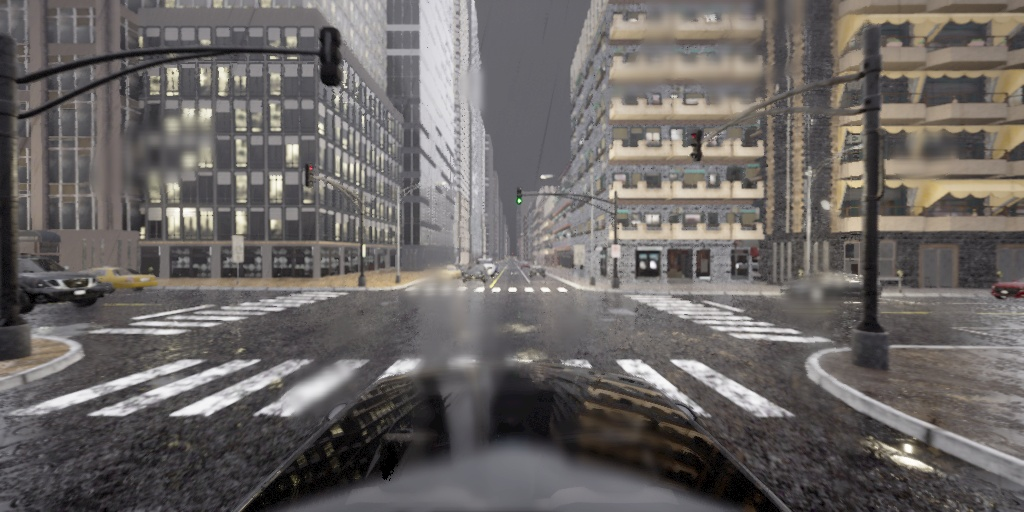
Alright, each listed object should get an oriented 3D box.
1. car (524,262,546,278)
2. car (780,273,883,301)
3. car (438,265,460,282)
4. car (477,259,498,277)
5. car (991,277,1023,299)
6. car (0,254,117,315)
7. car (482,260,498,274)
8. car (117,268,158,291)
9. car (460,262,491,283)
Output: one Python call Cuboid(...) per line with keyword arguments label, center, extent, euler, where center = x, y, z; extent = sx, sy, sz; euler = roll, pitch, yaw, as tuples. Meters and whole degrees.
Cuboid(label="car", center=(2.695, 1.621, 38.896), extent=(2.007, 1.370, 4.403), euler=(0, 0, 0))
Cuboid(label="car", center=(16.311, 1.525, 18.424), extent=(4.403, 1.370, 2.007), euler=(0, 0, 1))
Cuboid(label="car", center=(-5.687, 1.546, 33.073), extent=(1.751, 1.417, 4.829), euler=(0, 0, 0))
Cuboid(label="car", center=(-3.091, 1.310, 40.987), extent=(2.150, 2.045, 5.566), euler=(0, -1, 0))
Cuboid(label="car", center=(27.377, 1.611, 18.267), extent=(4.507, 1.381, 1.888), euler=(0, 0, 1))
Cuboid(label="car", center=(-18.481, 0.950, 13.123), extent=(5.566, 2.045, 2.150), euler=(0, 0, 1))
Cuboid(label="car", center=(-3.081, 1.528, 51.128), extent=(2.097, 1.767, 4.553), euler=(0, 0, 0))
Cuboid(label="car", center=(-21.664, 1.183, 18.929), extent=(4.829, 1.417, 1.751), euler=(0, 0, 1))
Cuboid(label="car", center=(-3.092, 1.509, 31.285), extent=(1.837, 1.490, 4.892), euler=(0, -1, 0))
